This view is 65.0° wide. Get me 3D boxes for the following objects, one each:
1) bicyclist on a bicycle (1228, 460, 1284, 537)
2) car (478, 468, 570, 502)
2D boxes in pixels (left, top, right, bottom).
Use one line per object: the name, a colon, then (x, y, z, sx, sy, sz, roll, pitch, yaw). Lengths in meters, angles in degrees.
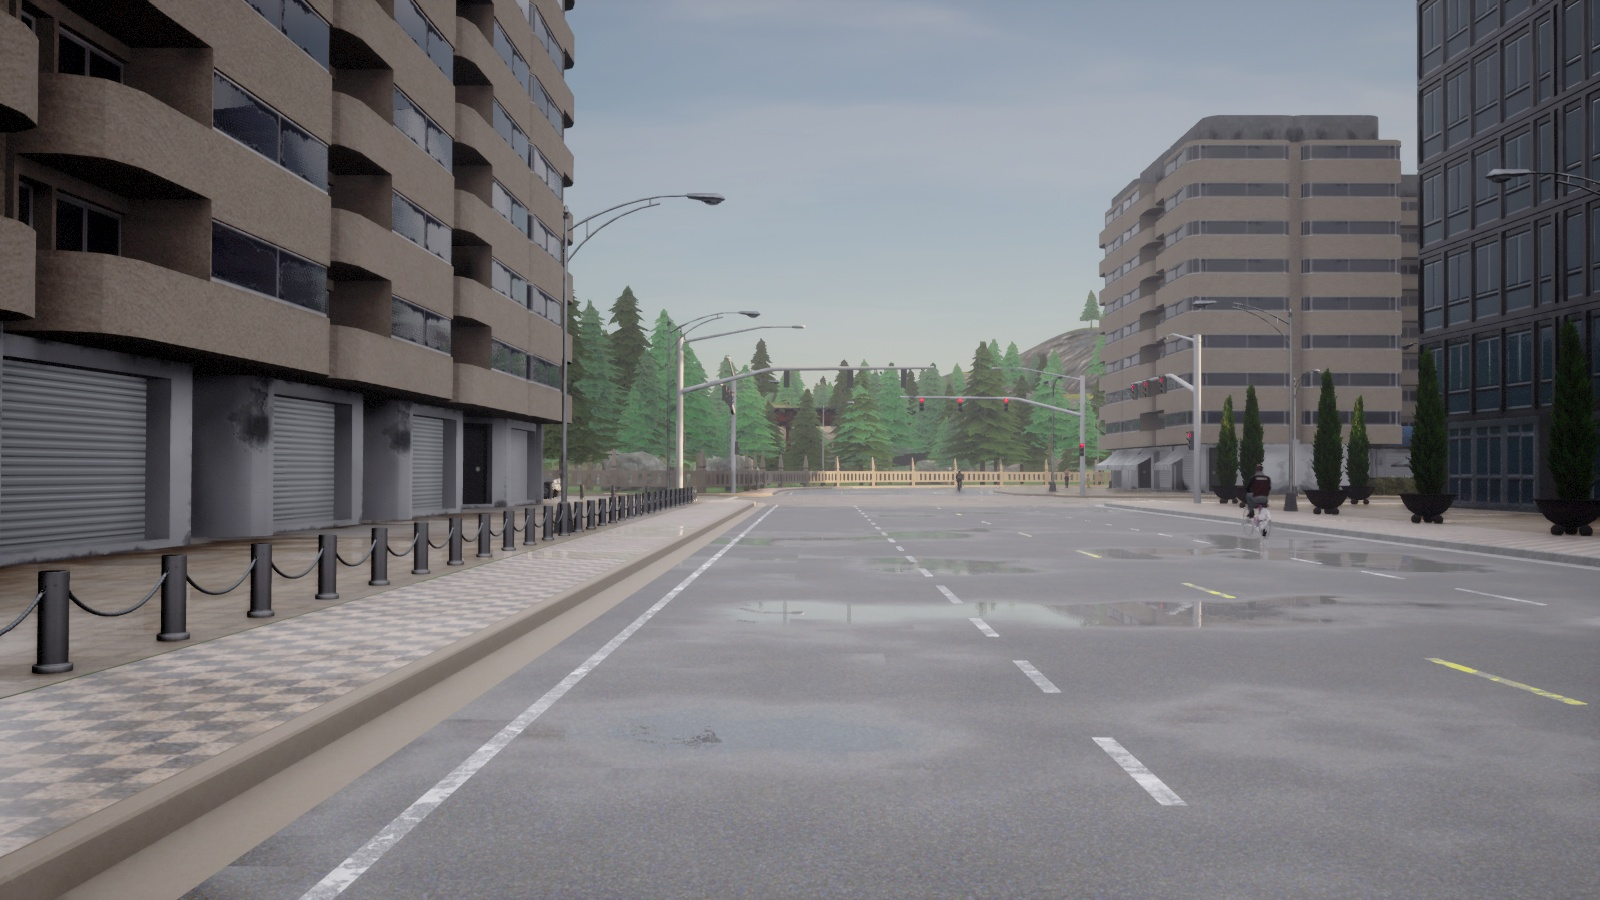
bicyclist on a bicycle: (10.850, 1.143, 29.926, 0.659, 1.776, 1.843, 0, -1, 1)
car: (-15.125, 1.901, 68.898, 4.605, 1.855, 1.932, 0, -1, 0)
